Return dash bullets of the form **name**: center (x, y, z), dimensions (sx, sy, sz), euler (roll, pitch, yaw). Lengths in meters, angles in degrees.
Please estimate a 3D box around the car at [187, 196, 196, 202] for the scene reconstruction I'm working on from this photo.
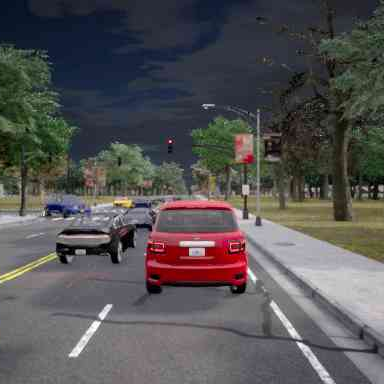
- **car**: center (-0.101, 1.597, 76.367), dimensions (2.033, 1.411, 5.357), euler (0, 0, 0)

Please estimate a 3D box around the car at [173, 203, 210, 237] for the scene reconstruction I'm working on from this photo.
- **car**: center (-0.024, 1.483, 19.267), dimensions (1.882, 1.535, 5.008), euler (0, 0, 0)

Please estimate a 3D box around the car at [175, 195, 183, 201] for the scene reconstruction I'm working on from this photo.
- **car**: center (-3.365, 1.549, 86.808), dimensions (1.895, 1.301, 4.718), euler (0, 0, 0)

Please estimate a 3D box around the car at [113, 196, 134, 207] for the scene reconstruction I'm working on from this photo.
- **car**: center (-9.900, 1.500, 47.479), dimensions (1.882, 1.535, 5.008), euler (0, 0, 0)

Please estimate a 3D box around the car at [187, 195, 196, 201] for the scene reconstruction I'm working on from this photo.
- **car**: center (-0.115, 1.479, 86.782), dimensions (2.128, 1.511, 4.902), euler (0, 0, 0)

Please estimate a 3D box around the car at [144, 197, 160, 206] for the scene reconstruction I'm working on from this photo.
- **car**: center (-6.661, 1.578, 55.643), dimensions (2.033, 1.411, 5.357), euler (0, 0, 0)

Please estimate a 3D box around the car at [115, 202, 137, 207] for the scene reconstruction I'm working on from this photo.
- **car**: center (-3.177, 1.570, 20.525), dimensions (1.994, 1.385, 4.181), euler (0, 0, 0)

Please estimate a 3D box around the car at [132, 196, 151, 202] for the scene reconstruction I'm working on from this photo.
- **car**: center (-6.658, 1.622, 46.036), dimensions (1.895, 1.301, 4.718), euler (0, 0, 0)

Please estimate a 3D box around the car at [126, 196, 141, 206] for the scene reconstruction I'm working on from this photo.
- **car**: center (-9.907, 1.535, 56.775), dimensions (1.837, 1.490, 4.892), euler (0, 0, 0)

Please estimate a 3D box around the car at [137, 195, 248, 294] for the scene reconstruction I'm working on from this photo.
- **car**: center (0.090, 1.223, 8.950), dimensions (2.150, 2.045, 5.566), euler (0, 0, 0)

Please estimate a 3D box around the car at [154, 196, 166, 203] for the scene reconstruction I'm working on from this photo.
- **car**: center (-6.591, 1.596, 69.305), dimensions (2.033, 1.411, 5.357), euler (0, 0, 0)

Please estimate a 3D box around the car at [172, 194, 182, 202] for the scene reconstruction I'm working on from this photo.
- **car**: center (-3.351, 1.414, 76.749), dimensions (2.097, 1.767, 4.553), euler (0, 0, 0)

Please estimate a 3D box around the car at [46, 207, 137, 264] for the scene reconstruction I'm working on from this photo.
- **car**: center (-3.163, 1.494, 11.862), dimensions (2.128, 1.511, 4.902), euler (0, 0, 0)

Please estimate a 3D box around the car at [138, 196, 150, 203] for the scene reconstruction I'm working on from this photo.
- **car**: center (-9.841, 1.548, 68.917), dimensions (1.837, 1.490, 4.892), euler (0, 0, 0)

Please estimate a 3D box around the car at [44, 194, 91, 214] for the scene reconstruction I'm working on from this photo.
- **car**: center (-11.032, 1.233, 29.396), dimensions (5.566, 2.045, 2.150), euler (0, -2, 44)
